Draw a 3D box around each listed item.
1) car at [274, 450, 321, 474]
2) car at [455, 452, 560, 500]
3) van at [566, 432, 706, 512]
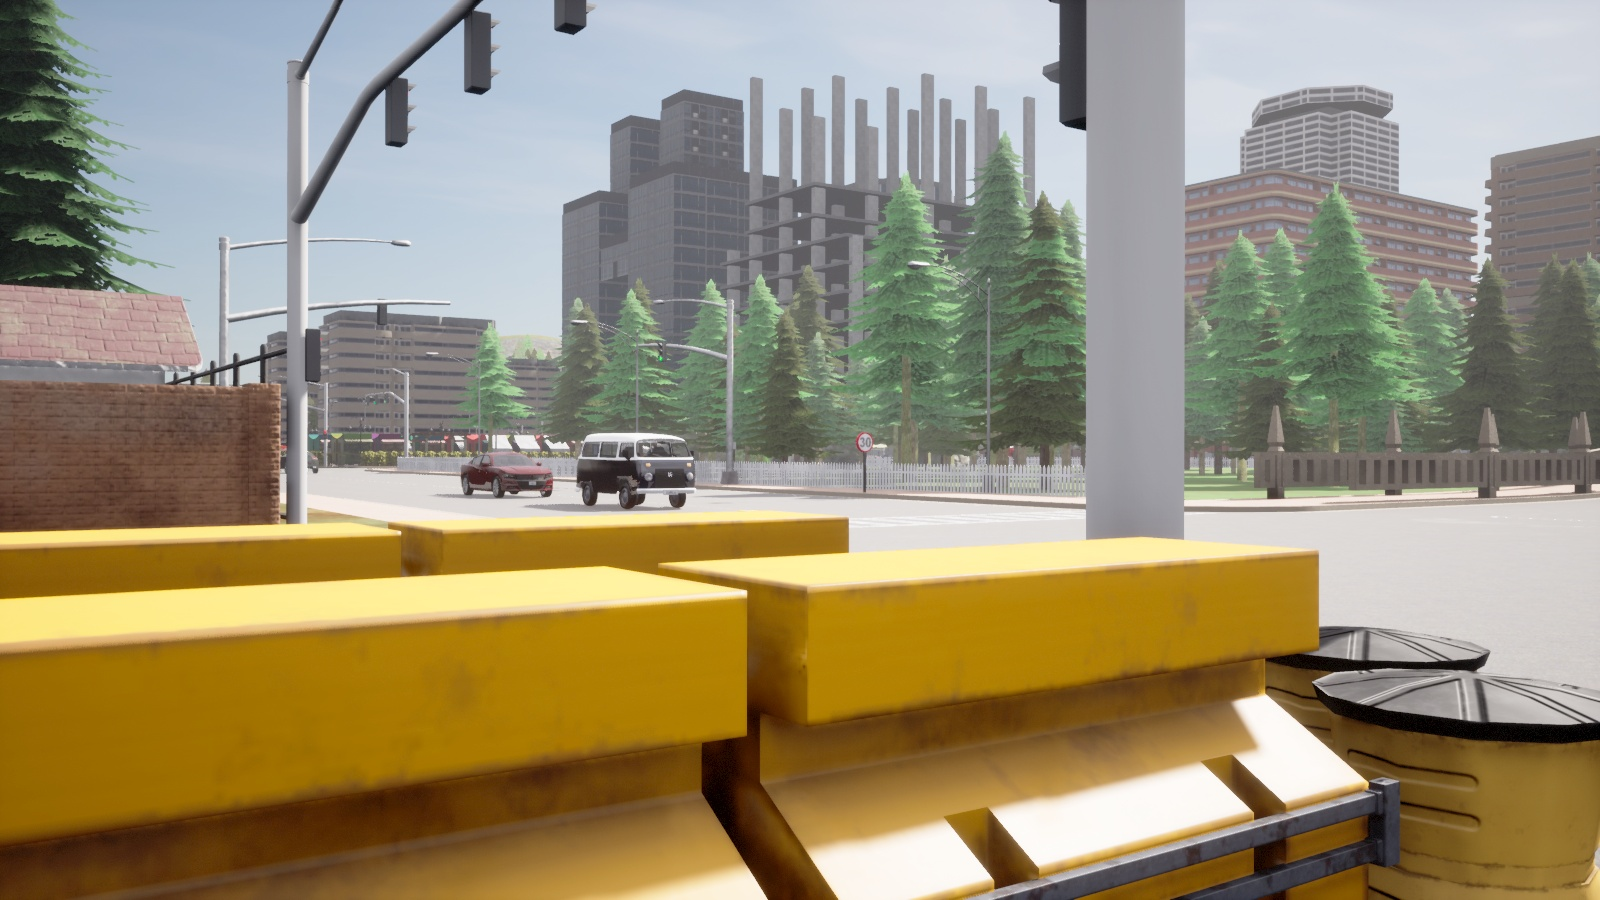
[{"bbox_3d":[-35.247,0.813,88.001,2.152,1.651,5.027,0,0,-33],"label":"car"},{"bbox_3d":[-10.039,0.849,42.856,1.882,1.535,5.008,0,0,-33],"label":"car"},{"bbox_3d":[-4.563,0.562,34.443,2.069,2.038,4.480,0,0,-33],"label":"van"}]
